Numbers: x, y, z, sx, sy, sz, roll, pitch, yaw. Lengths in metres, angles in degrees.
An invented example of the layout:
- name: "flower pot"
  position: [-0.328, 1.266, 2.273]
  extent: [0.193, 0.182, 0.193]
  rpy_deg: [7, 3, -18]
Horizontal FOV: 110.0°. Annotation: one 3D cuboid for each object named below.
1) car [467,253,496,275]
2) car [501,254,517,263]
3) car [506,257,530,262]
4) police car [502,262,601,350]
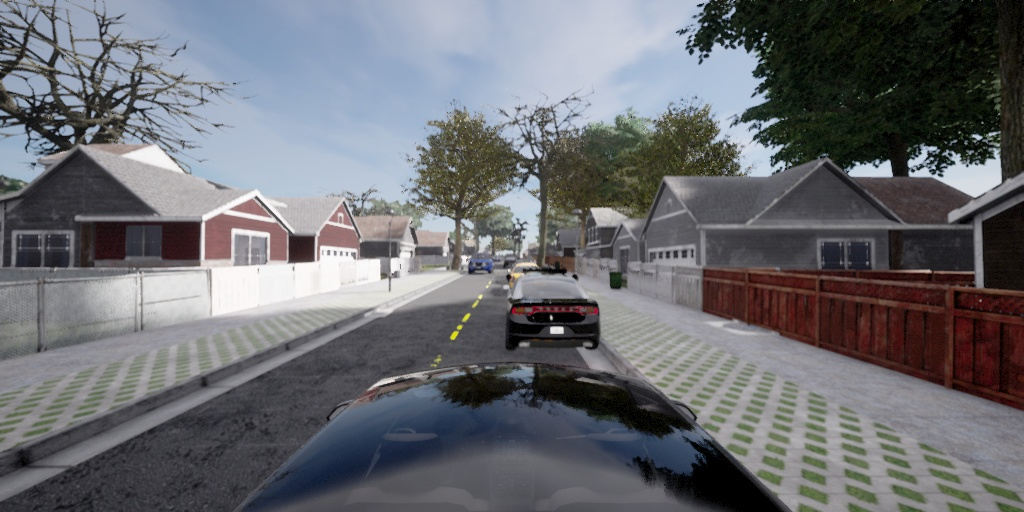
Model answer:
- name: "car"
  position: [-2.991, 0.686, 34.755]
  extent: [2.150, 2.045, 5.566]
  rpy_deg: [0, 0, -1]
- name: "car"
  position: [-0.171, 0.852, 49.568]
  extent: [1.882, 1.535, 5.008]
  rpy_deg: [0, 0, 0]
- name: "car"
  position: [0.748, 1.042, 19.106]
  extent: [1.801, 1.575, 5.366]
  rpy_deg: [0, 0, 0]
- name: "police car"
  position: [0.795, 1.106, 9.020]
  extent: [1.930, 1.638, 5.238]
  rpy_deg: [0, 1, 0]
